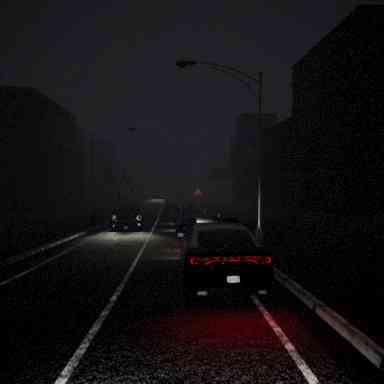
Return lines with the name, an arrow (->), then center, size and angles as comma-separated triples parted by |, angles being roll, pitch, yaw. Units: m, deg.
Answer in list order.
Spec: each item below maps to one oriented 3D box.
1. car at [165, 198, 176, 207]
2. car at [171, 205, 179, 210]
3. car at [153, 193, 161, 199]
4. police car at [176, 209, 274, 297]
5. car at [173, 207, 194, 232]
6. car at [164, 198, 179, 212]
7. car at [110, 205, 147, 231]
car -> -3.791, 1.797, 59.156 | 1.895, 1.301, 4.718 | 0, 2, -4
car -> -0.424, 1.906, 24.797 | 1.812, 1.442, 4.674 | 0, -1, -4
car -> -8.266, 1.027, 79.573 | 1.895, 1.301, 4.718 | 0, 2, -4
police car -> 0.650, 1.472, 8.857 | 1.930, 1.638, 5.238 | 0, -1, -3
car -> 0.006, 1.754, 18.802 | 1.812, 1.442, 4.674 | 0, -1, -4
car -> -2.793, 1.954, 45.402 | 2.128, 1.511, 4.902 | 0, -1, -4
car -> -4.322, 1.711, 23.214 | 2.097, 1.767, 4.553 | 0, -1, -4
